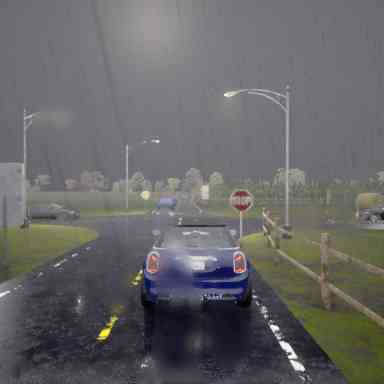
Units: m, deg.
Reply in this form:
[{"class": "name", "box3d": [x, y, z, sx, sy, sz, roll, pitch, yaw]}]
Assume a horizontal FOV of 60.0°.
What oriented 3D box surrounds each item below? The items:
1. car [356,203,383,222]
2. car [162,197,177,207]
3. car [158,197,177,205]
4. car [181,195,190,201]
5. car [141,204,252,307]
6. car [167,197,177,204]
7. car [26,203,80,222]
[{"class": "car", "box3d": [14.661, 1.488, 24.294, 4.902, 1.511, 2.128, 0, 0, 9]}, {"class": "car", "box3d": [-3.520, 1.516, 53.100, 2.033, 1.411, 5.357, 0, 0, -1]}, {"class": "car", "box3d": [-3.289, 1.457, 42.578, 1.882, 1.535, 5.008, 0, 0, -1]}, {"class": "car", "box3d": [-1.619, 1.454, 82.412, 2.128, 1.511, 4.902, 0, 0, -2]}, {"class": "car", "box3d": [0.073, 1.351, 8.128, 2.097, 1.767, 4.553, 0, 0, 0]}, {"class": "car", "box3d": [-3.784, 1.557, 63.865, 1.895, 1.301, 4.718, 0, 0, -1]}, {"class": "car", "box3d": [-10.775, 1.551, 25.276, 4.181, 1.385, 1.994, 0, 0, -5]}]
